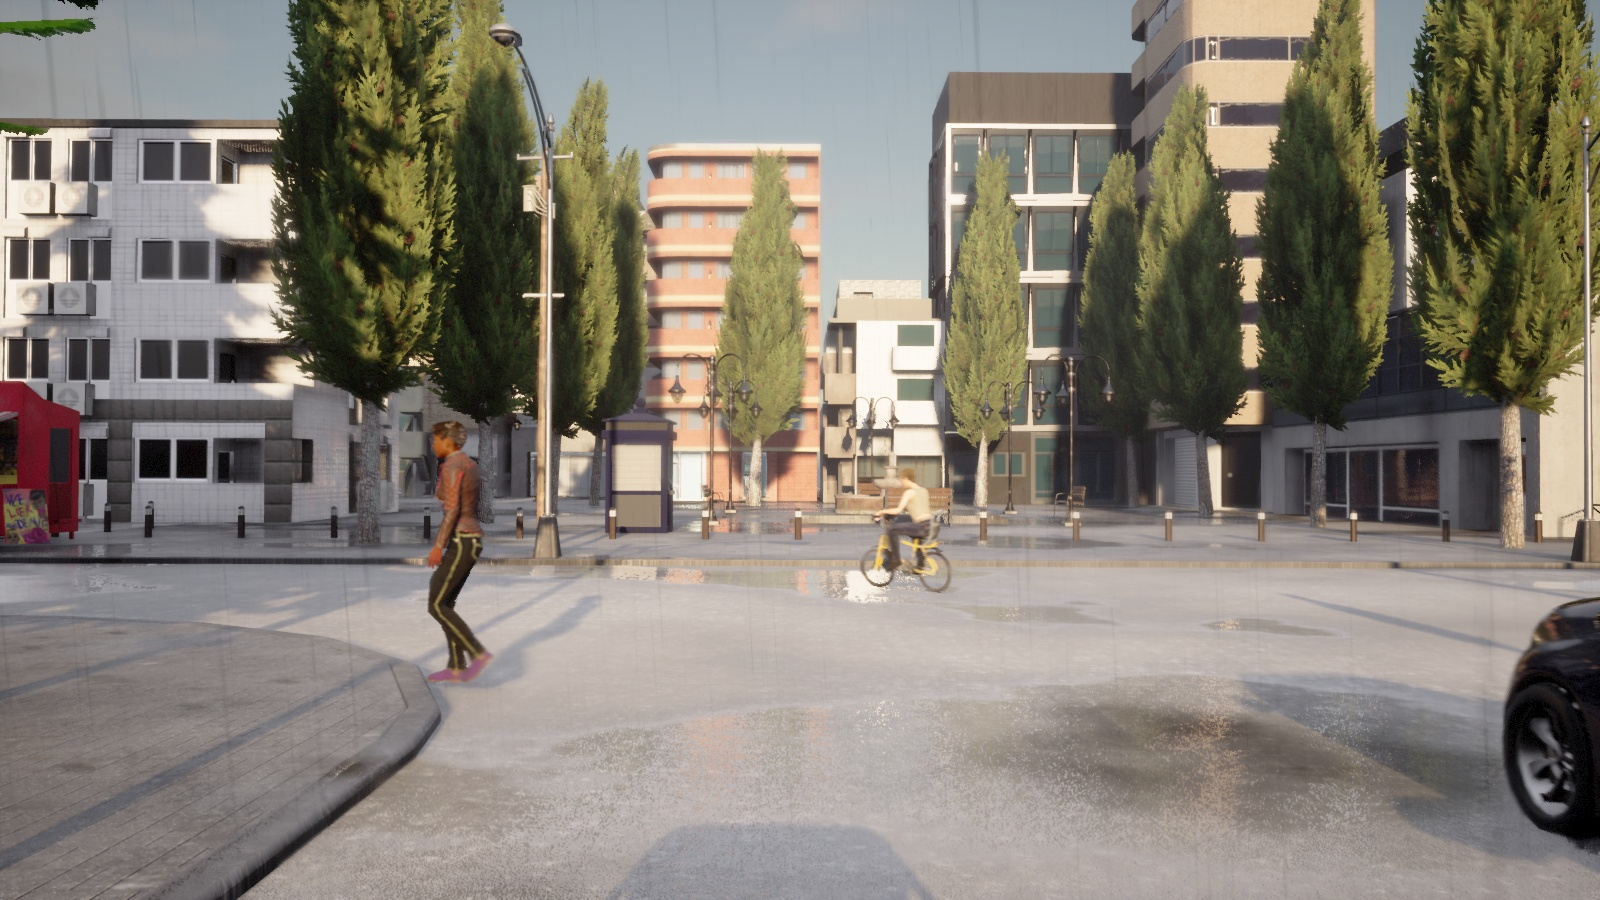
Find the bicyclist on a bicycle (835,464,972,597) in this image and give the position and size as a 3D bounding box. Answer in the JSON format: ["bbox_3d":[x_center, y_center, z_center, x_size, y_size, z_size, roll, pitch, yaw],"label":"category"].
[{"bbox_3d":[1.347,1.022,16.469,1.509,1.612,0.866,-1,2,43],"label":"bicyclist on a bicycle"}]

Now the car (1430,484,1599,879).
[{"bbox_3d":[3.992,0.884,4.279,1.845,1.501,3.633,0,-1,0],"label":"car"}]

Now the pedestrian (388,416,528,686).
[{"bbox_3d":[-2.334,0.680,8.608,0.869,1.805,0.328,0,-1,0],"label":"pedestrian"}]
